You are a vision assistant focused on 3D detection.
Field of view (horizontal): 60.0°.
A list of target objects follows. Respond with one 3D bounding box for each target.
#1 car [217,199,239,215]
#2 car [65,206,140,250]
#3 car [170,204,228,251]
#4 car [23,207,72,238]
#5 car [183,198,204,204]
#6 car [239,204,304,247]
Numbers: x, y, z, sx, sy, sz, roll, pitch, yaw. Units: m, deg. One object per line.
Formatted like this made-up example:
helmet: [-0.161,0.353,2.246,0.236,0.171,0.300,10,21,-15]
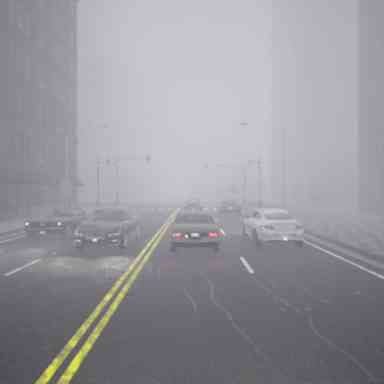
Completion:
car: [3.354,1.330,30.779,1.994,1.385,4.181,0,0,0]
car: [-3.347,1.400,13.863,1.837,1.490,4.892,0,0,0]
car: [0.102,1.444,13.489,2.033,1.411,5.357,0,0,0]
car: [-6.595,1.472,16.891,1.895,1.301,4.718,0,0,0]
car: [0.109,1.292,30.859,1.812,1.442,4.674,0,0,1]
car: [3.357,1.416,14.276,1.812,1.442,4.674,0,0,0]
